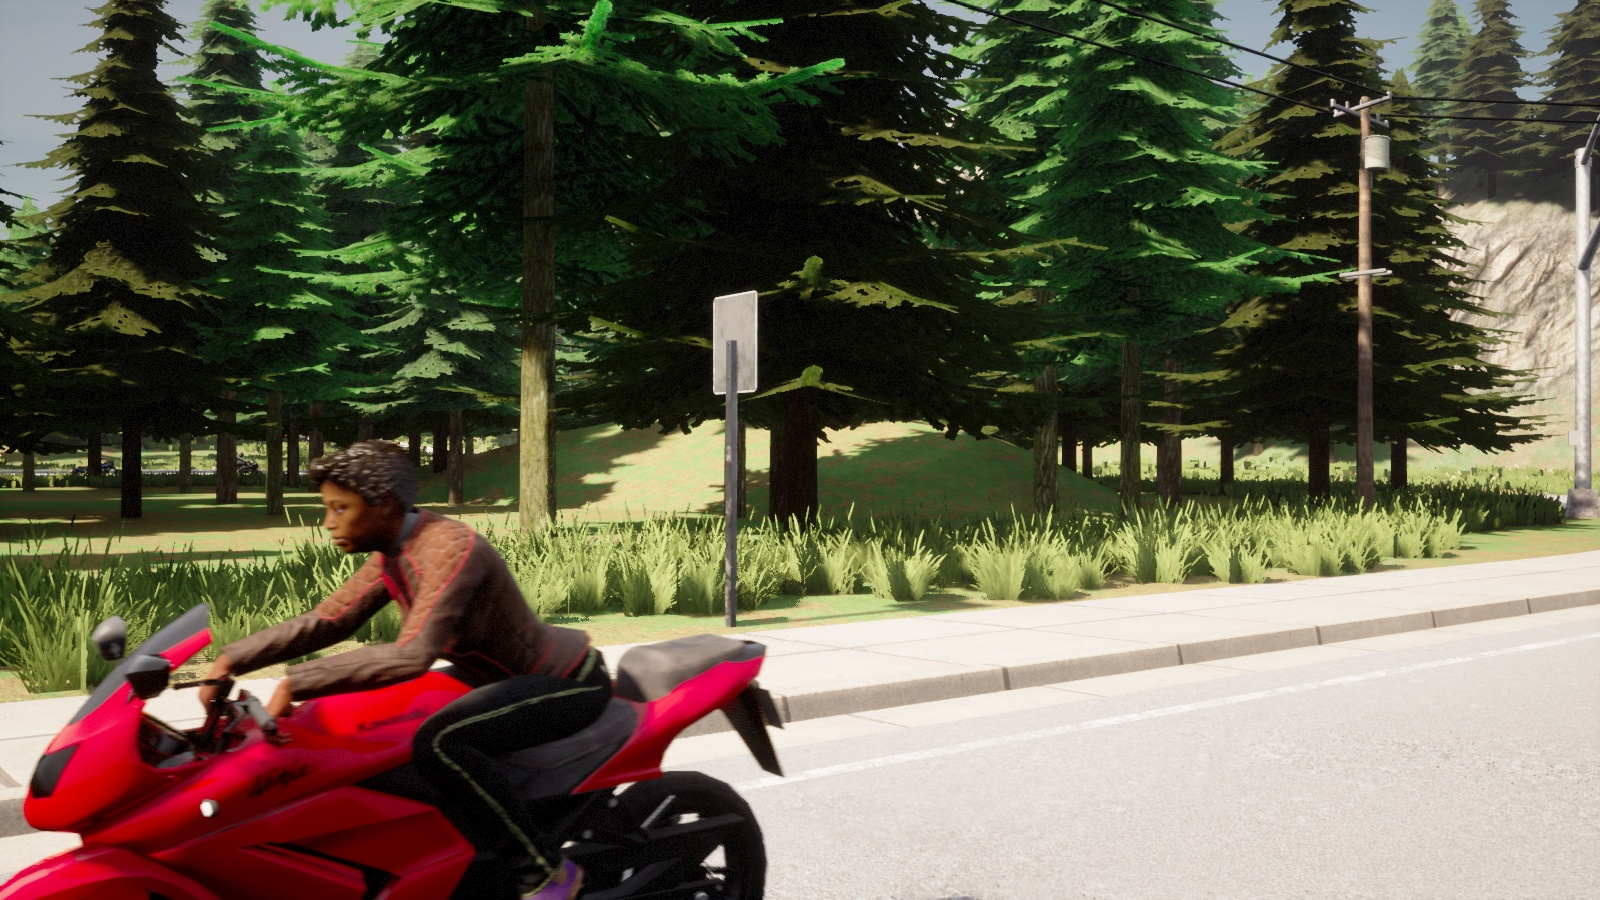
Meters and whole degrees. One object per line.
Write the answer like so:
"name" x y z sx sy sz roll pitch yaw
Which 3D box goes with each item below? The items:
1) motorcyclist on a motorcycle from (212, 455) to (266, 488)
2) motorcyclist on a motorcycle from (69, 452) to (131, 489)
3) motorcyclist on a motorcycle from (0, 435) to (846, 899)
"motorcyclist on a motorcycle" -26.303 0.980 58.883 2.191 1.530 0.866 0 0 -35
"motorcyclist on a motorcycle" -30.987 0.897 55.619 2.350 1.649 0.766 0 0 -35
"motorcyclist on a motorcycle" -0.949 0.736 2.998 2.044 1.523 0.797 0 0 -35
